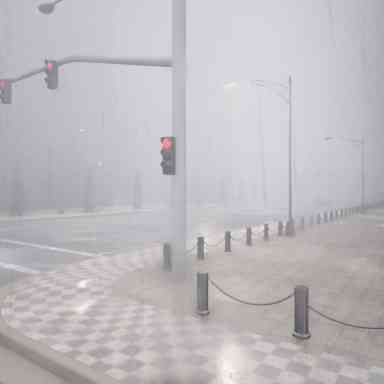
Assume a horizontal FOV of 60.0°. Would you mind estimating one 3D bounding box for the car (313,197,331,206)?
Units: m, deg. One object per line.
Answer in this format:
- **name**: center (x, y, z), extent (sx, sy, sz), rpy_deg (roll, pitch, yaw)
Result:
- **car**: center (21.400, 1.509, 54.572), extent (1.994, 1.385, 4.181), rpy_deg (0, 0, 35)
